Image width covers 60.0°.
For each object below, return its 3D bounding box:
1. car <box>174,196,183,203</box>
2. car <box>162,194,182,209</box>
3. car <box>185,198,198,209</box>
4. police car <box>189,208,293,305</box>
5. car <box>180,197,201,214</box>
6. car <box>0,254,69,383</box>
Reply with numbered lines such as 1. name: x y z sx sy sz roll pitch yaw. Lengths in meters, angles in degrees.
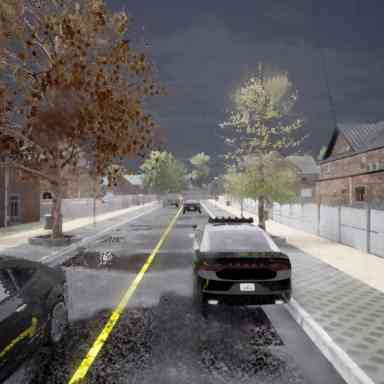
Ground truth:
1. car: -2.899 1.557 72.119 1.882 1.535 5.008 0 0 0
2. car: -2.945 1.260 47.521 2.150 2.045 5.566 0 0 0
3. car: -0.044 1.563 46.724 1.812 1.442 4.674 0 0 0
4. police car: 0.945 1.430 8.288 1.930 1.638 5.238 0 0 0
5. car: 0.004 1.503 36.279 1.882 1.535 5.008 0 0 0
6. car: -2.858 1.527 3.614 1.812 1.442 4.674 0 0 0
